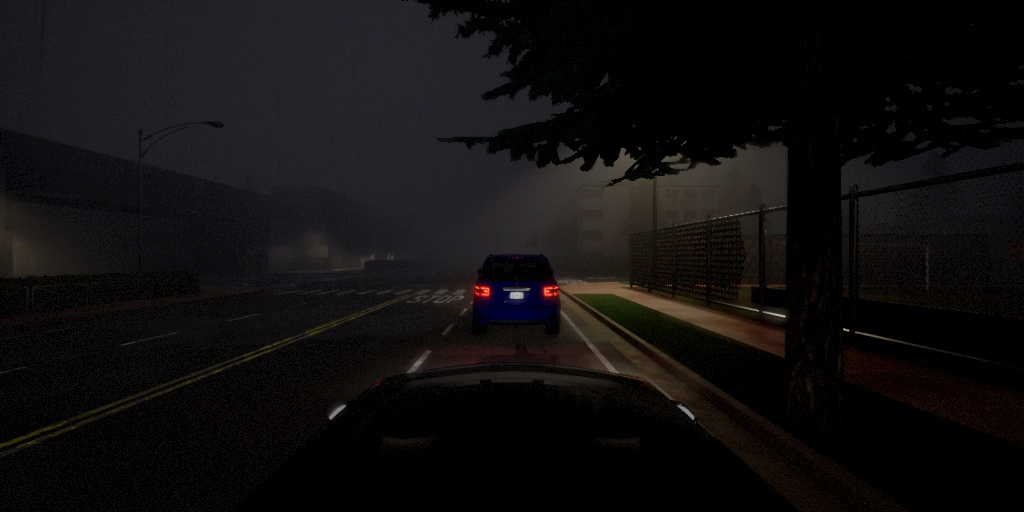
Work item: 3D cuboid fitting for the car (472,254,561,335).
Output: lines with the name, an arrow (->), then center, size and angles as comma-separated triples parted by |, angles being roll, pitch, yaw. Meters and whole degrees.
car -> 0.115, 0.972, 10.673 | 2.150, 2.045, 5.566 | 0, 0, 0

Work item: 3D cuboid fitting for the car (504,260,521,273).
car -> 0.025, 1.242, 45.548 | 2.128, 1.511, 4.902 | 0, 0, 0
